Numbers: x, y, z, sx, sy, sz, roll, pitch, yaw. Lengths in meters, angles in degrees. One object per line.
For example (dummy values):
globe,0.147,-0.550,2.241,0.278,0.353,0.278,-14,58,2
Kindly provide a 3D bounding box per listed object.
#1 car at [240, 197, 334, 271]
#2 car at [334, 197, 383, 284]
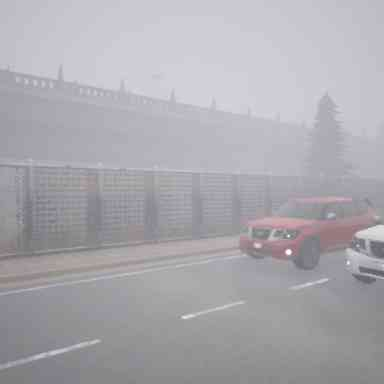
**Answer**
car,4.155,1.195,11.224,5.566,2.045,2.150,0,0,-35
car,6.225,1.195,8.401,5.566,2.045,2.150,0,0,-35
